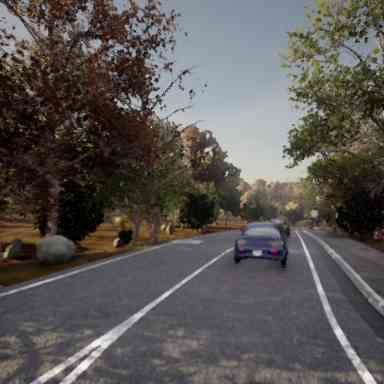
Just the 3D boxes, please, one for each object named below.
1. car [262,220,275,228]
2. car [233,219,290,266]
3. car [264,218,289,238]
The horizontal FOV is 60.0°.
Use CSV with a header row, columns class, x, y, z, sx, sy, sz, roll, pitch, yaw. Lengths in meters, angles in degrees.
class,x,y,z,sx,sy,sz,roll,pitch,yaw
car,14.806,6.224,64.210,1.812,1.442,4.674,0,-5,21
car,2.799,1.918,13.040,1.812,1.442,4.674,0,-3,17
car,7.096,2.950,27.548,1.812,1.442,4.674,0,-5,17
